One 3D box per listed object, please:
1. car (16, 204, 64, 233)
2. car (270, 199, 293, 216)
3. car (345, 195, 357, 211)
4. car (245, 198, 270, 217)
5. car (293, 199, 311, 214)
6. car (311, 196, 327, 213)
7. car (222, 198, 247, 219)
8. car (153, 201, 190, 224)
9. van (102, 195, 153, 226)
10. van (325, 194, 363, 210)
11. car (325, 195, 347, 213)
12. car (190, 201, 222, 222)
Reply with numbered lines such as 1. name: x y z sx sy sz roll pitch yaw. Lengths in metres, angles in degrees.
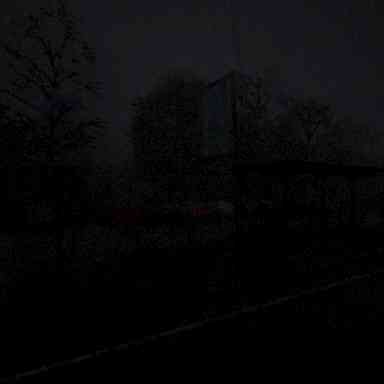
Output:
1. car: -9.252 1.505 20.053 2.163 1.488 4.792 0 0 -36
2. car: 6.533 1.427 31.381 2.097 1.535 5.008 0 0 -36
3. car: 15.550 1.434 37.856 2.163 1.488 4.792 0 0 -36
4. car: 4.260 1.308 29.787 2.185 1.767 4.553 0 0 -36
5. car: 8.797 1.422 32.985 2.231 1.521 4.892 0 0 -36
6. car: 11.034 1.445 34.627 2.163 1.488 4.792 0 0 -36
7. car: 2.022 1.480 28.146 2.002 1.452 4.674 0 0 -36
8. car: -2.495 1.494 24.916 2.002 1.452 4.674 0 0 -36
9. van: -4.822 1.235 23.399 1.878 1.987 4.442 0 0 -36
10. van: 17.891 1.173 39.350 1.878 1.987 4.442 0 0 -36
11. car: 13.416 1.407 36.066 1.946 1.575 5.366 0 0 -36
12. car: -0.235 1.446 26.530 2.097 1.535 5.008 0 0 -36
